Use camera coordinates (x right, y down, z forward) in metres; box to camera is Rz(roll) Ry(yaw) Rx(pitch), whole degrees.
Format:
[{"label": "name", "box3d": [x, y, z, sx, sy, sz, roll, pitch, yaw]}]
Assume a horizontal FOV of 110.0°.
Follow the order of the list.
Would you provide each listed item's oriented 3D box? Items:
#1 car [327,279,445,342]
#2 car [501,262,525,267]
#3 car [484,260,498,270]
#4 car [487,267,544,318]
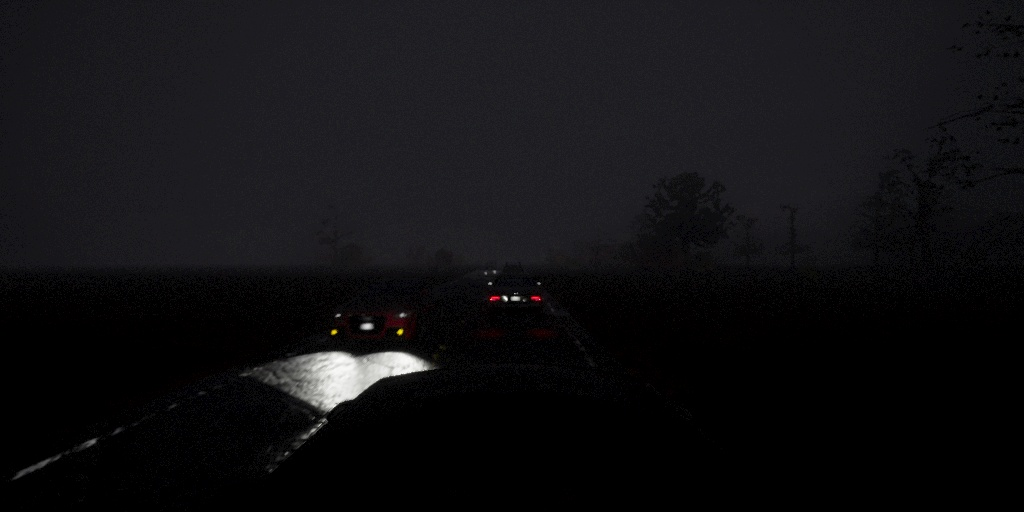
[{"label": "car", "box3d": [-3.101, 1.315, 9.653, 1.994, 1.385, 4.181, 0, 0, 0]}, {"label": "car", "box3d": [0.103, 1.244, 31.571, 2.128, 1.511, 4.902, 0, 0, 0]}, {"label": "car", "box3d": [-2.998, 1.307, 52.100, 2.033, 1.411, 5.357, 0, 0, 0]}, {"label": "car", "box3d": [0.101, 1.299, 13.019, 2.033, 1.411, 5.357, 0, 0, 0]}]
